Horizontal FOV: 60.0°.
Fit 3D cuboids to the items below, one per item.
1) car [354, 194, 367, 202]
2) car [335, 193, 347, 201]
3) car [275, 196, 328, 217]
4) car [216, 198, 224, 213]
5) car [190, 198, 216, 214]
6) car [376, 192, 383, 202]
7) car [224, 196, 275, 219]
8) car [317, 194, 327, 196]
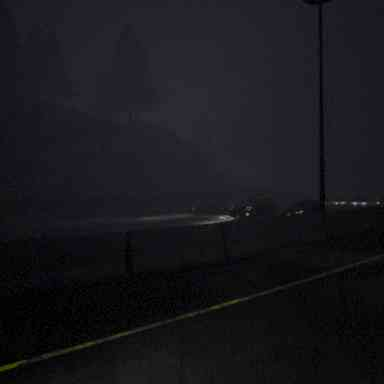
[{"bbox_3d":[30.164,1.083,59.389,1.895,1.301,4.718,-1,0,30],"label":"car"},{"bbox_3d":[28.824,1.010,64.268,2.128,1.511,4.902,-1,0,27],"label":"car"},{"bbox_3d":[8.589,1.336,25.327,1.837,1.490,4.892,0,0,45],"label":"car"},{"bbox_3d":[5.021,1.399,31.626,2.033,1.411,5.357,0,0,45],"label":"car"},{"bbox_3d":[1.856,1.375,33.446,2.128,1.511,4.902,0,0,45],"label":"car"},{"bbox_3d":[33.327,0.807,57.904,2.097,1.767,4.553,-1,0,30],"label":"car"},{"bbox_3d":[5.036,1.218,26.777,4.553,1.767,2.097,-1,0,-44],"label":"car"},{"bbox_3d":[25.652,1.043,65.750,2.128,1.511,4.902,-1,0,27],"label":"car"}]
